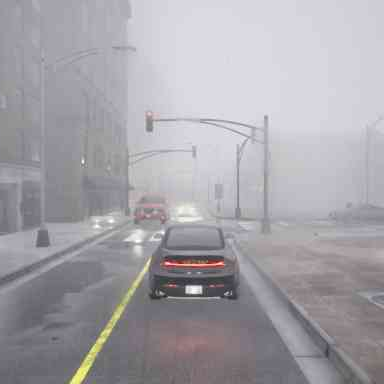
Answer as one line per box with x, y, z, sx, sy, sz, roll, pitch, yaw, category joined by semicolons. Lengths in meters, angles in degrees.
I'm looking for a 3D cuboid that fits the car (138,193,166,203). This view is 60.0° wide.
-8.384;1.294;70.057;5.566;2.045;2.150;0;0;9;car

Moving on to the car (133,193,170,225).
-2.834;1.228;24.411;2.150;2.045;5.566;0;0;0;car

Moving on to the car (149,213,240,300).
0.060;1.505;8.385;1.837;1.490;4.892;0;0;1;car

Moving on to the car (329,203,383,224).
12.067;1.515;23.772;4.181;1.385;1.994;0;0;0;car
